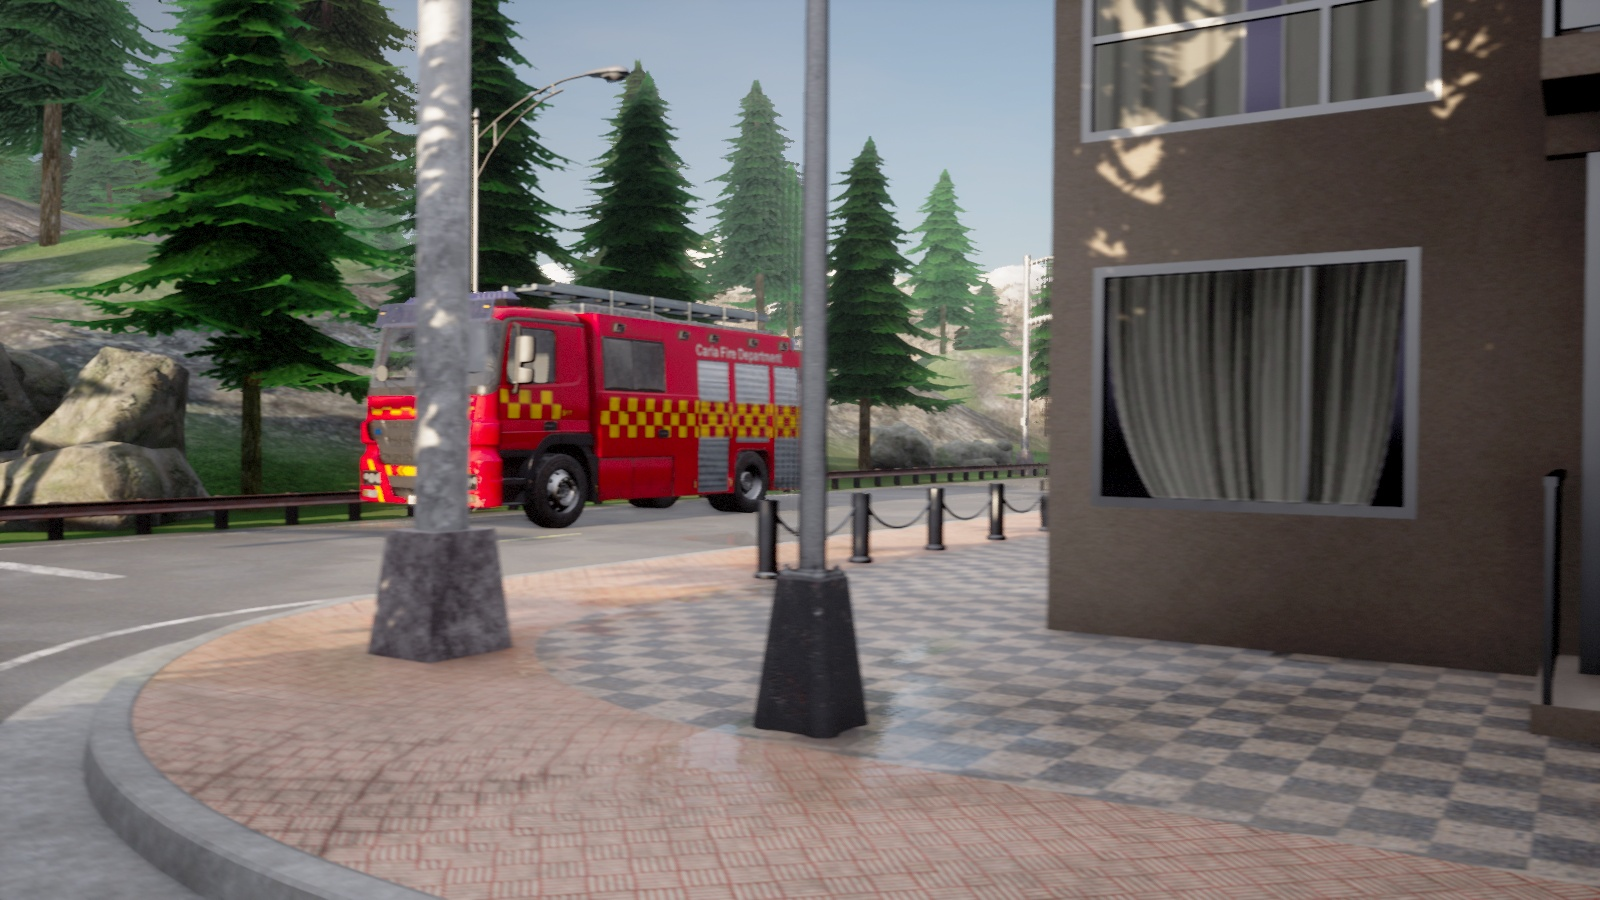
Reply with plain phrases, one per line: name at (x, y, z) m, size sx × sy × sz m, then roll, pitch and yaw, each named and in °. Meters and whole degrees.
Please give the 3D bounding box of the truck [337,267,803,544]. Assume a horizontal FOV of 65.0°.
truck at (-3.462, -0.684, 21.752) m, size 2.891 × 3.827 × 8.468 m, roll 0°, pitch 1°, yaw 33°
